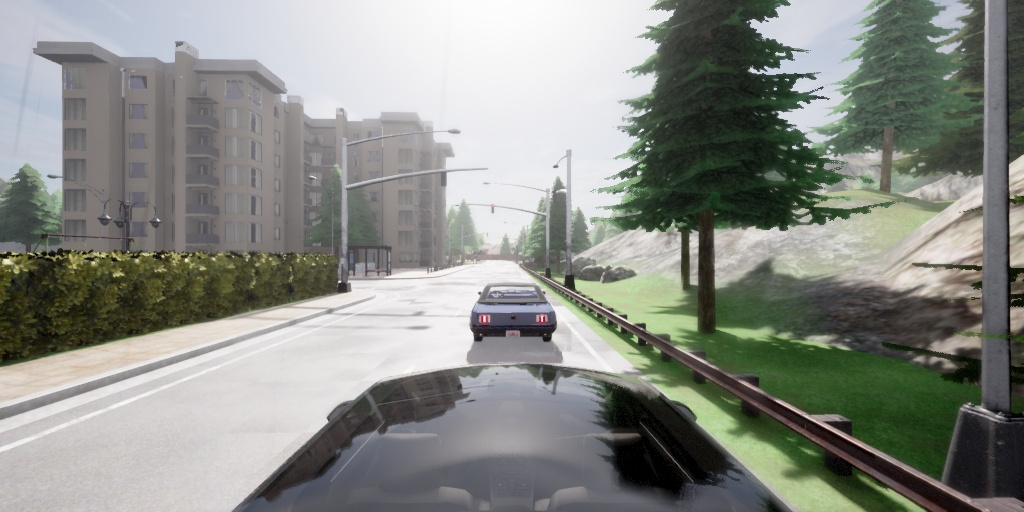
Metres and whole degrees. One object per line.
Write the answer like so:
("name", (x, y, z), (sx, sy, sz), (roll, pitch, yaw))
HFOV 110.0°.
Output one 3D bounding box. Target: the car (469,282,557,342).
("car", (-0.003, 1.351, 9.771), (1.895, 1.301, 4.718), (0, 0, -1))
